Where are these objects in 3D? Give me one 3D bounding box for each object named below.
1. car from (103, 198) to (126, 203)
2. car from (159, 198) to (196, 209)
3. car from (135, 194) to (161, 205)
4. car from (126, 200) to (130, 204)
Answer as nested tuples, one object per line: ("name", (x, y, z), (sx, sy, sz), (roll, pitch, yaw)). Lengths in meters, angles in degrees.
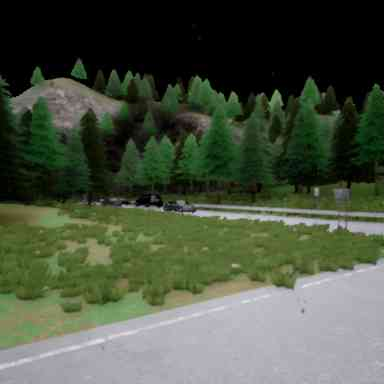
("car", (-12.757, 1.676, 53.064), (1.837, 1.490, 4.892), (0, 0, -36))
("car", (-1.395, 1.640, 37.018), (1.837, 1.490, 4.892), (0, 0, -36))
("car", (-6.608, 1.356, 50.556), (2.150, 2.045, 5.566), (0, 0, -35))
("car", (-12.839, 1.736, 59.194), (1.895, 1.301, 4.718), (0, 0, -36))
